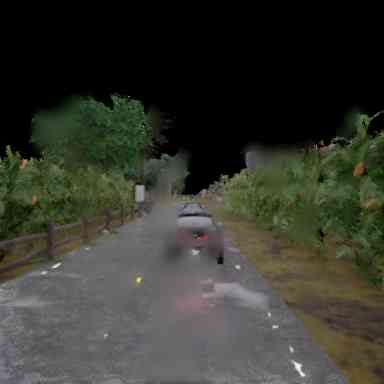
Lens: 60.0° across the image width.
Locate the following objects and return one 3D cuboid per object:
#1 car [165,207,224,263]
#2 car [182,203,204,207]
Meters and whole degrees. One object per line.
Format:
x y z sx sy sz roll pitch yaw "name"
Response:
0.086 1.509 12.054 1.837 1.490 4.892 0 0 0 "car"
0.083 1.585 27.629 1.994 1.385 4.181 0 0 0 "car"
